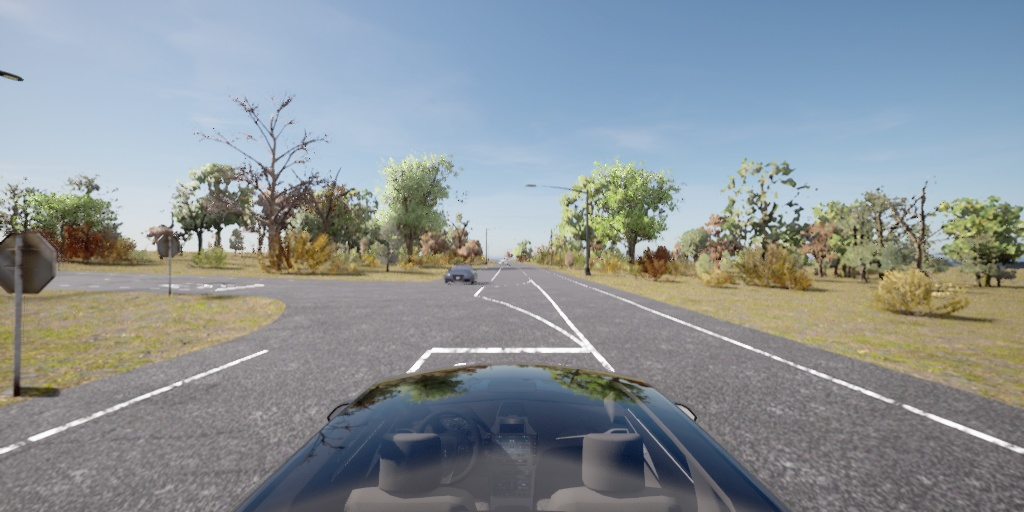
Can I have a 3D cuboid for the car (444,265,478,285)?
[{"bbox_3d":[-3.524,1.314,25.395,1.994,1.385,4.181,1,-2,0],"label":"car"}]
